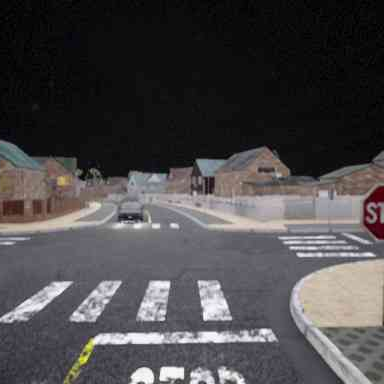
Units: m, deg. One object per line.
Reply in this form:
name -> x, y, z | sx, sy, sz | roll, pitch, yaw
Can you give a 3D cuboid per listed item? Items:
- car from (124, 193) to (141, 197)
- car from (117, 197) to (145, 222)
car -> -7.998, 1.144, 43.767 | 2.150, 2.045, 5.566 | 0, 0, -13
car -> -4.677, 1.432, 25.821 | 1.882, 1.535, 5.008 | 0, 1, -8
